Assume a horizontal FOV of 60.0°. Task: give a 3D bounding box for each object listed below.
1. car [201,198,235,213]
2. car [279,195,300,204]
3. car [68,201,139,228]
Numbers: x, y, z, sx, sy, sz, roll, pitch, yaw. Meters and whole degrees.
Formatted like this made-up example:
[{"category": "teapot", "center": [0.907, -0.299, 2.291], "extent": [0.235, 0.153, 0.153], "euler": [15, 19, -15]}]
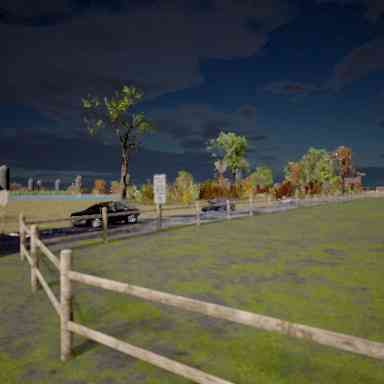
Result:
[{"category": "car", "center": [2.611, 1.311, 32.879], "extent": [1.994, 1.385, 4.181], "euler": [-2, 0, 35]}, {"category": "car", "center": [14.533, 1.154, 49.634], "extent": [1.895, 1.301, 4.718], "euler": [-2, 0, 35]}, {"category": "car", "center": [-5.550, 1.393, 21.298], "extent": [1.837, 1.490, 4.892], "euler": [-2, 0, 35]}]
